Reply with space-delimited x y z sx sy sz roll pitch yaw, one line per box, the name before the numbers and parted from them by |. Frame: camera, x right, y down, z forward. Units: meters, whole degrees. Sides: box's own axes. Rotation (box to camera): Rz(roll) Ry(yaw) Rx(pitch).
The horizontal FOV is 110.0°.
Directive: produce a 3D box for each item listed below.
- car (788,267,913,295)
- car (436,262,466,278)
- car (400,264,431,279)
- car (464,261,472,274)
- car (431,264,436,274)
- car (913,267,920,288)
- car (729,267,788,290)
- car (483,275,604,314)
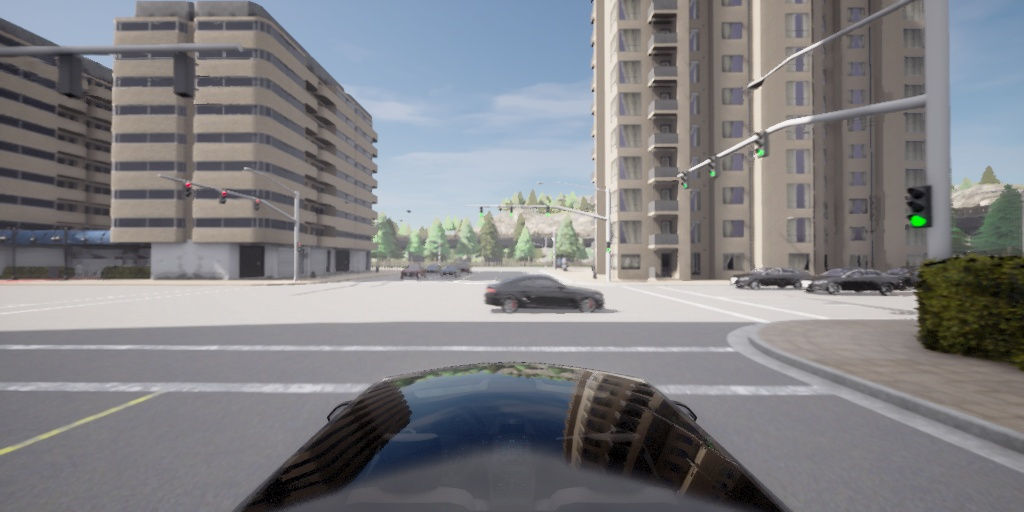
car | 19.538 1.458 20.889 4.902 1.511 2.128 0 -1 1
car | -7.093 1.751 42.042 2.033 1.411 5.357 0 -1 0
car | -10.598 1.646 38.978 1.882 1.535 5.008 0 -1 0
car | -7.082 1.667 51.987 2.097 1.767 4.553 0 -1 0
car | -10.588 1.827 48.801 2.033 1.411 5.357 0 -1 0
car | 26.928 1.497 24.307 4.902 1.511 2.128 0 -1 1
car | 17.499 1.497 24.410 4.902 1.511 2.128 0 -1 1
car | 1.208 1.468 13.988 4.674 1.442 1.812 1 -1 1
